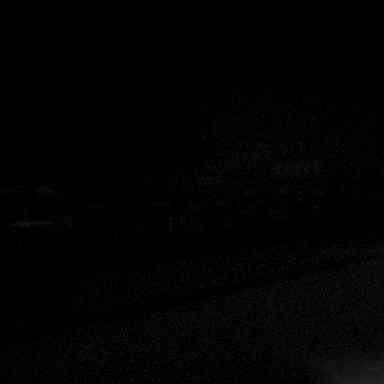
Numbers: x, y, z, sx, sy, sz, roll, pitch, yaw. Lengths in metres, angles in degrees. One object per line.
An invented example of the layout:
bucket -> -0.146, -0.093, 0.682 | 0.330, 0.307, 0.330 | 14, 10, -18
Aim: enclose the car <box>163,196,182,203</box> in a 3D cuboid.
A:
car -> -3.236, 1.531, 57.434 | 1.837, 1.490, 4.892 | 0, -1, -35
